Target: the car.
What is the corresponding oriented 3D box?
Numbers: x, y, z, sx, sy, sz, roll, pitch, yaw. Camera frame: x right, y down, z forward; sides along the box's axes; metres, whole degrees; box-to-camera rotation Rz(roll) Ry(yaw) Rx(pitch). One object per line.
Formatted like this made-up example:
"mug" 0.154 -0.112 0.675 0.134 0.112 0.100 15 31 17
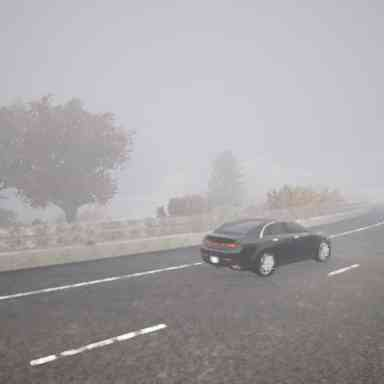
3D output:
"car" 2.472 1.528 10.347 4.892 1.490 1.837 0 0 -39
